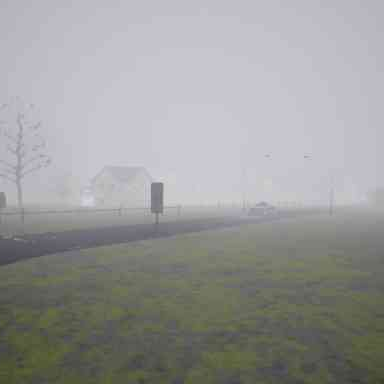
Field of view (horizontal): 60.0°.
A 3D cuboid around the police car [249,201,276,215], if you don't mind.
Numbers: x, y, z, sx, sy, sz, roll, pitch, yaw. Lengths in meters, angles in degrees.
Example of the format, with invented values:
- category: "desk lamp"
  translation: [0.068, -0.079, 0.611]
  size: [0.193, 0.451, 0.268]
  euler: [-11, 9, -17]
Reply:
- category: "police car"
  translation: [8.740, 1.964, 41.192]
  size: [1.930, 1.638, 5.238]
  euler: [1, 0, 35]
